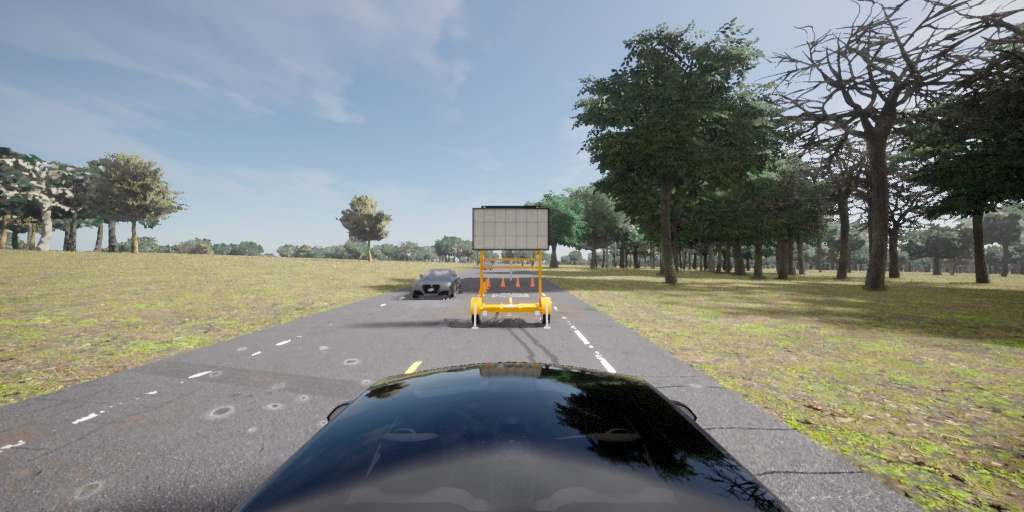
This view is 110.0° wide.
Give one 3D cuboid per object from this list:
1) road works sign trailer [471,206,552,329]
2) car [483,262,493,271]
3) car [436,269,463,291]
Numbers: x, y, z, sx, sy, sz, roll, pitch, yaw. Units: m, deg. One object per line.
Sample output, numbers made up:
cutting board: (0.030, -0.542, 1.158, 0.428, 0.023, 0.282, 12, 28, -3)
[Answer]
road works sign trailer: (-0.035, 0.226, 11.313, 2.380, 3.560, 2.880, 0, 0, 0)
car: (-4.244, 1.723, 65.340, 1.994, 1.385, 4.181, 0, -1, -1)
car: (-3.738, 1.316, 25.055, 1.837, 1.490, 4.892, 0, 0, -1)
